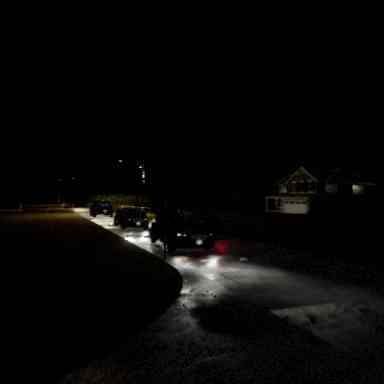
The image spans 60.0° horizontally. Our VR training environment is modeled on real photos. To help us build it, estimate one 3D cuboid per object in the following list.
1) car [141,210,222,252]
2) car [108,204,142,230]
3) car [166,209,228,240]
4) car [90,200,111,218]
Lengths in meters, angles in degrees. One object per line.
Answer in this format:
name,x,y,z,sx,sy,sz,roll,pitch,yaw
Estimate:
car,-0.598,1.728,15.228,2.128,1.511,4.902,2,-2,-22
car,-4.543,1.892,24.649,2.128,1.511,4.902,2,-2,-23
car,0.135,1.894,20.699,2.128,1.511,4.902,2,-2,-22
car,-10.563,1.923,38.920,2.150,2.045,5.566,2,-2,-23
